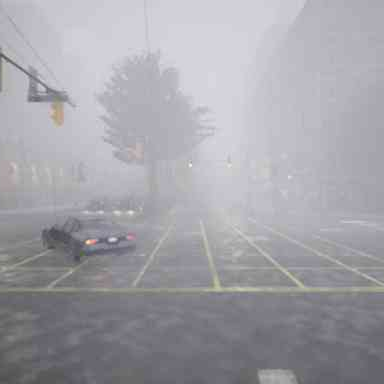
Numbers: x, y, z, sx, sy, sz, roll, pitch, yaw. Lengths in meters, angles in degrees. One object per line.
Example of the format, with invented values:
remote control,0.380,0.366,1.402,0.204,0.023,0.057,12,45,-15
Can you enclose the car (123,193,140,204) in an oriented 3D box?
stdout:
car,-11.198,1.168,61.857,2.150,2.045,5.566,0,0,0

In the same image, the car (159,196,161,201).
car,-7.660,1.410,69.809,1.882,1.535,5.008,0,0,0

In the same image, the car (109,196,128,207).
car,-11.256,1.464,51.170,1.837,1.490,4.892,0,0,0

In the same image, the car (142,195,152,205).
car,-7.783,1.307,49.938,2.097,1.767,4.553,0,0,1

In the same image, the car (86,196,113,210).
car,-11.375,1.323,40.993,2.097,1.767,4.553,0,0,0

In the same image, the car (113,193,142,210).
car,-7.878,1.317,41.164,2.097,1.767,4.553,0,0,0

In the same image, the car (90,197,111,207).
car,-14.490,1.557,52.915,1.895,1.301,4.718,0,0,0

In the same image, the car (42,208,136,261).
car,-4.016,1.539,12.361,2.033,1.411,5.357,0,0,-38
